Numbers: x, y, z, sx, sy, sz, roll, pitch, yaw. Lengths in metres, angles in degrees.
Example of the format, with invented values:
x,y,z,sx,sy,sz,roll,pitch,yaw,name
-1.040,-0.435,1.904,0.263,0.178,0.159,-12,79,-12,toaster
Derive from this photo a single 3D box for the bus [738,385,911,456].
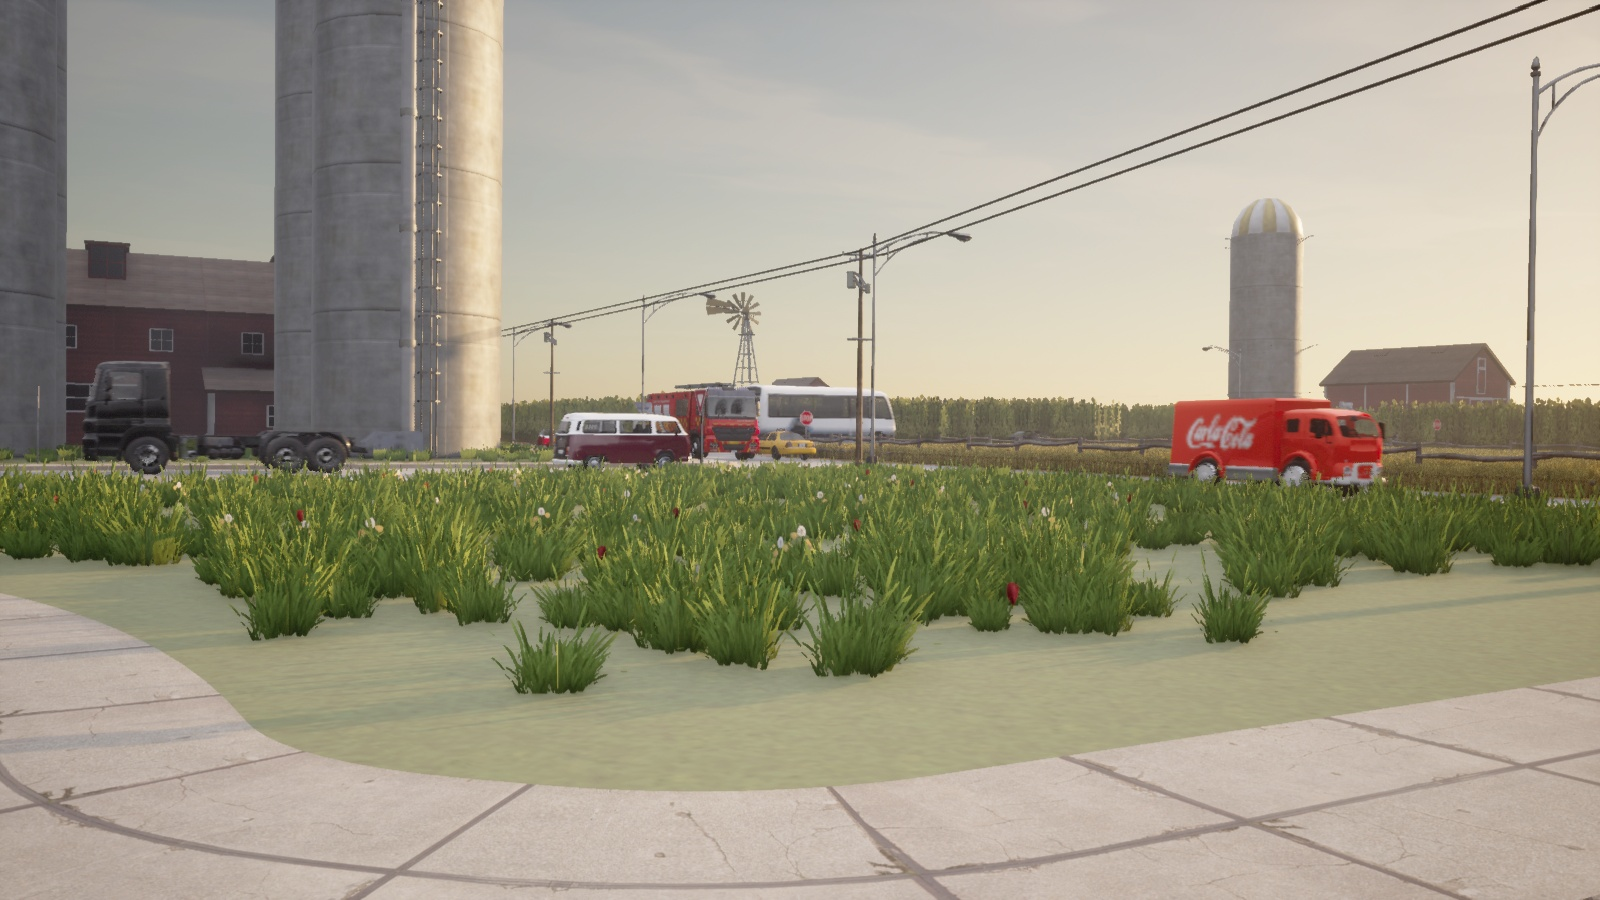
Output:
x,y,z,sx,sy,sz,roll,pitch,yaw,name
1.617,-1.885,79.221,10.273,4.253,3.944,-1,1,-30,bus

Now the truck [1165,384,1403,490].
x,y,z,sx,sy,sz,roll,pitch,yaw,name
12.241,-0.344,32.158,2.627,2.467,5.204,-1,1,-29,truck

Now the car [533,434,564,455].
x,y,z,sx,sy,sz,roll,pitch,yaw,name
-17.301,-0.366,86.356,1.481,1.376,2.207,-1,1,-29,car

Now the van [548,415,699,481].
x,y,z,sx,sy,sz,roll,pitch,yaw,name
-5.877,-0.092,41.857,4.480,2.038,2.069,-2,1,-29,van

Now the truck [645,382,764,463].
x,y,z,sx,sy,sz,roll,pitch,yaw,name
-5.011,-1.351,63.817,2.891,3.827,8.468,-1,1,-27,truck

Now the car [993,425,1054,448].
x,y,z,sx,sy,sz,roll,pitch,yaw,name
16.147,-0.984,90.676,3.988,1.617,1.851,-1,1,-28,car

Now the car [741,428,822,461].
x,y,z,sx,sy,sz,roll,pitch,yaw,name
-1.022,-0.290,63.790,1.801,1.575,5.366,-1,1,-29,car

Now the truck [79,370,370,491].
x,y,z,sx,sy,sz,roll,pitch,yaw,name
-17.832,-0.628,39.119,7.936,3.462,2.891,-1,1,-29,truck
